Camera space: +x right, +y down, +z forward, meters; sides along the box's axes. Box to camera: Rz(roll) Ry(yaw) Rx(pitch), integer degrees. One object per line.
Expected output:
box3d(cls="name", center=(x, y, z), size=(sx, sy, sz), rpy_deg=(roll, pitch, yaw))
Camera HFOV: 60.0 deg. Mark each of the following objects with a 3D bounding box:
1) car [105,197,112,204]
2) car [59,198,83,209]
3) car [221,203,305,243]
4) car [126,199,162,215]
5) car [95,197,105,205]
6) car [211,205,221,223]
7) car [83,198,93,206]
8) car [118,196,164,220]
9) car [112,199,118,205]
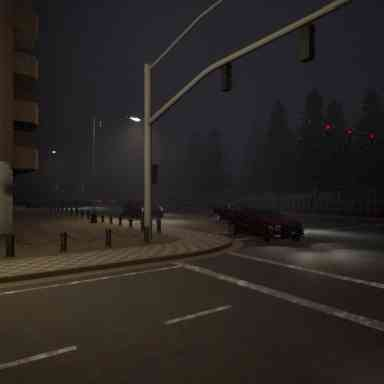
box3d(cls="car", center=(-16.723, 1.656, 64.459), size=(1.895, 1.301, 4.718), rpy_deg=(0, 0, -36))
box3d(cls="car", center=(-17.623, 1.620, 47.508), size=(1.994, 1.385, 4.181), rpy_deg=(0, 0, -35))
box3d(cls="car", center=(3.456, 1.506, 16.418), size=(1.882, 1.535, 5.008), rpy_deg=(1, -1, -19))
box3d(cls="car", center=(-5.341, 1.560, 36.366), size=(1.837, 1.490, 4.892), rpy_deg=(0, 0, -36))
box3d(cls="car", center=(-18.049, 1.656, 60.339), size=(1.895, 1.301, 4.718), rpy_deg=(0, 0, -36))
box3d(cls="car", center=(3.403, 1.547, 24.221), size=(2.128, 1.511, 4.902), rpy_deg=(0, 0, -36))
box3d(cls="car", center=(-17.883, 1.656, 53.946), size=(1.895, 1.301, 4.718), rpy_deg=(0, 0, -36))
box3d(cls="car", center=(-4.309, 1.407, 28.942), size=(2.097, 1.767, 4.553), rpy_deg=(0, 0, -36))
box3d(cls="car", center=(-11.461, 1.407, 57.183), size=(2.097, 1.767, 4.553), rpy_deg=(0, 0, -36))
